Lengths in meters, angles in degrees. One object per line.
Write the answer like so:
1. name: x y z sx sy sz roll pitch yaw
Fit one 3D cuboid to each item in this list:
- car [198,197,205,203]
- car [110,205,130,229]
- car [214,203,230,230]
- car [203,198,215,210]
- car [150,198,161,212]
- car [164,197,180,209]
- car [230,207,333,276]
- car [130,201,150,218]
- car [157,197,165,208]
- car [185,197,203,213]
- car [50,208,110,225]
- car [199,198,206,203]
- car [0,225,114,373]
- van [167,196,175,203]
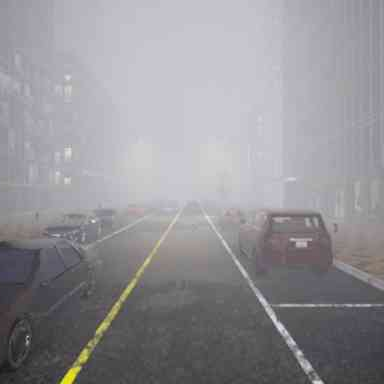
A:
1. car: 2.691 2.153 90.430 1.752 1.417 4.829 0 0 0
2. car: -5.688 1.731 21.969 1.947 1.339 4.313 0 0 0
3. car: 2.693 1.691 22.127 1.752 1.417 4.829 0 0 0
4. car: 2.692 1.930 50.417 1.947 1.339 4.313 0 0 0
5. car: -5.689 1.876 44.738 2.008 1.369 4.403 0 0 0
6. car: -3.004 1.941 54.667 2.033 1.411 5.357 0 0 0
7. car: 2.694 1.396 10.575 2.192 1.841 5.009 0 0 0
8. car: -5.688 1.828 33.352 1.802 1.307 4.206 0 0 0
9. car: -5.689 1.948 56.122 1.887 1.381 4.507 0 0 0
10. car: 0.101 1.780 41.460 1.882 1.535 5.008 0 0 0
11. car: -5.688 1.675 16.277 2.008 1.369 4.403 0 0 0
12. car: 2.691 2.173 84.567 1.802 1.307 4.206 0 0 0
13. car: -3.102 1.594 5.936 2.033 1.411 5.357 0 0 0
14. van: -5.688 1.968 90.276 1.690 1.788 3.998 0 0 0
